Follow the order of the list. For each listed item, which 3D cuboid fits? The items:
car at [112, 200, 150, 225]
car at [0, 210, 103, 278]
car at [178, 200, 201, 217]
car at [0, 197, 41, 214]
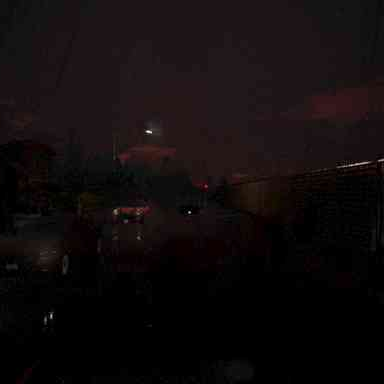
[{"bbox_3d":[-4.344,1.353,24.086,2.097,1.767,4.553,0,0,0],"label":"car"},{"bbox_3d":[-4.222,1.480,10.310,1.882,1.535,5.008,0,0,0],"label":"car"},{"bbox_3d":[-0.237,1.505,31.063,1.837,1.490,4.892,0,0,-1],"label":"car"},{"bbox_3d":[-14.869,1.174,28.344,3.633,1.501,1.845,0,0,-3],"label":"car"}]
